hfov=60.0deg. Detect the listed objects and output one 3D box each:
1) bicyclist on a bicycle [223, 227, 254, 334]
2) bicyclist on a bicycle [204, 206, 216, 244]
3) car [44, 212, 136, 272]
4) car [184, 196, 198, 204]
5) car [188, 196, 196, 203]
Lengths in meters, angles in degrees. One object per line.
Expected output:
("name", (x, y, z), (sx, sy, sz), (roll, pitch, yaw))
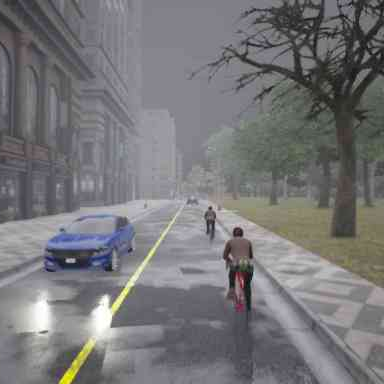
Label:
("bicyclist on a bicycle", (0.825, 1.456, 5.806), (0.582, 1.620, 1.656), (0, 0, 0))
("bicyclist on a bicycle", (0.826, 1.462, 14.804), (0.582, 1.620, 1.656), (0, 0, 0))
("car", (-3.099, 1.483, 10.996), (1.882, 1.535, 5.008), (0, 0, 0))
("car", (0.107, 1.471, 64.064), (2.097, 1.767, 4.553), (0, 0, 0))
("car", (0.010, 1.693, 74.862), (1.812, 1.442, 4.674), (0, 0, 0))
